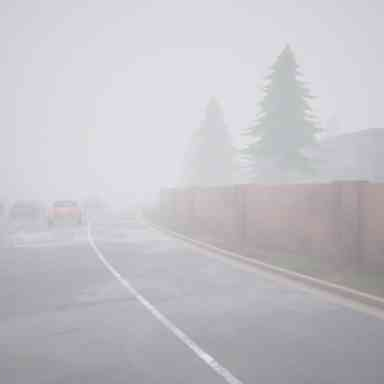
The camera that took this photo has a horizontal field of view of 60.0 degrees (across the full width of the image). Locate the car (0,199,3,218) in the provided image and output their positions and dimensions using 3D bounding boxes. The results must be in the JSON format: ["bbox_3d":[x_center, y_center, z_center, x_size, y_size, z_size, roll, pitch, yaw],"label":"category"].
[{"bbox_3d":[-16.630,1.152,26.159,2.150,2.045,5.566,0,0,-12],"label":"car"}]

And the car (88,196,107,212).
[{"bbox_3d":[-11.301,1.298,38.861,2.097,1.767,4.553,0,0,-5],"label":"car"}]

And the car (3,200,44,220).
[{"bbox_3d":[-13.238,1.434,27.221,2.128,1.511,4.902,0,0,-12],"label":"car"}]

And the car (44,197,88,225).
[{"bbox_3d":[-8.848,1.313,23.746,2.097,1.767,4.553,0,0,-14],"label":"car"}]
